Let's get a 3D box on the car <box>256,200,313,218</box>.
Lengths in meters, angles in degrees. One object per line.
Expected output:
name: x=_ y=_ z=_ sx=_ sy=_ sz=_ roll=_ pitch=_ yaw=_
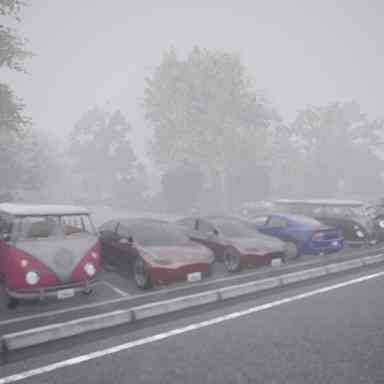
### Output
car: x=9.029 y=1.616 z=32.851 sx=1.946 sy=1.575 sz=5.366 roll=0 pitch=0 yaw=-36

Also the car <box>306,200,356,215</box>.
car: x=15.704 y=1.695 z=37.833 sx=2.163 sy=1.488 sz=4.792 roll=0 pitch=0 yaw=-36

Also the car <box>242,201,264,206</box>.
car: x=6.662 y=1.605 z=31.388 sx=2.231 sy=1.521 sz=4.892 roll=0 pitch=0 yaw=-36

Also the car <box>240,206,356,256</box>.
car: x=3.207 y=1.527 z=12.797 sx=2.097 sy=1.535 sz=5.008 roll=0 pitch=0 yaw=-36

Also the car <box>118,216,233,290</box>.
car: x=-1.335 y=1.525 z=9.509 sx=2.163 sy=1.488 sz=4.792 roll=0 pitch=0 yaw=-36

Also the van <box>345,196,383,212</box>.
van: x=22.385 y=1.486 z=42.805 sx=1.878 sy=1.987 sz=4.442 roll=0 pitch=0 yaw=-36

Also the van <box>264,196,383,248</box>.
van: x=5.550 y=1.317 z=14.341 sx=1.878 sy=1.987 sz=4.442 roll=0 pitch=0 yaw=-36

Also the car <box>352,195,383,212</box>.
car: x=24.692 y=1.476 z=44.352 sx=2.435 sy=2.045 sz=5.566 roll=0 pitch=0 yaw=-36

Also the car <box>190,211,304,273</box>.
car: x=0.943 y=1.541 z=11.143 sx=2.163 sy=1.488 sz=4.792 roll=0 pitch=0 yaw=-36

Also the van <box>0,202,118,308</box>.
van: x=-3.560 y=1.254 z=7.805 sx=1.878 sy=1.987 sz=4.442 roll=0 pitch=0 yaw=-36

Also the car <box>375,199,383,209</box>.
car: x=29.202 y=1.775 z=47.588 sx=2.163 sy=1.488 sz=4.792 roll=0 pitch=0 yaw=-36

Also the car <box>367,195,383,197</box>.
car: x=14.610 y=1.353 z=20.950 sx=2.435 sy=2.045 sz=5.566 roll=0 pitch=0 yaw=-36

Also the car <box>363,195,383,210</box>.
car: x=26.981 y=1.486 z=45.925 sx=2.435 sy=2.045 sz=5.566 roll=0 pitch=0 yaw=-36

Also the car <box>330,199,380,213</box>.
car: x=20.089 y=1.693 z=41.244 sx=1.946 sy=1.575 sz=5.366 roll=0 pitch=0 yaw=-36
